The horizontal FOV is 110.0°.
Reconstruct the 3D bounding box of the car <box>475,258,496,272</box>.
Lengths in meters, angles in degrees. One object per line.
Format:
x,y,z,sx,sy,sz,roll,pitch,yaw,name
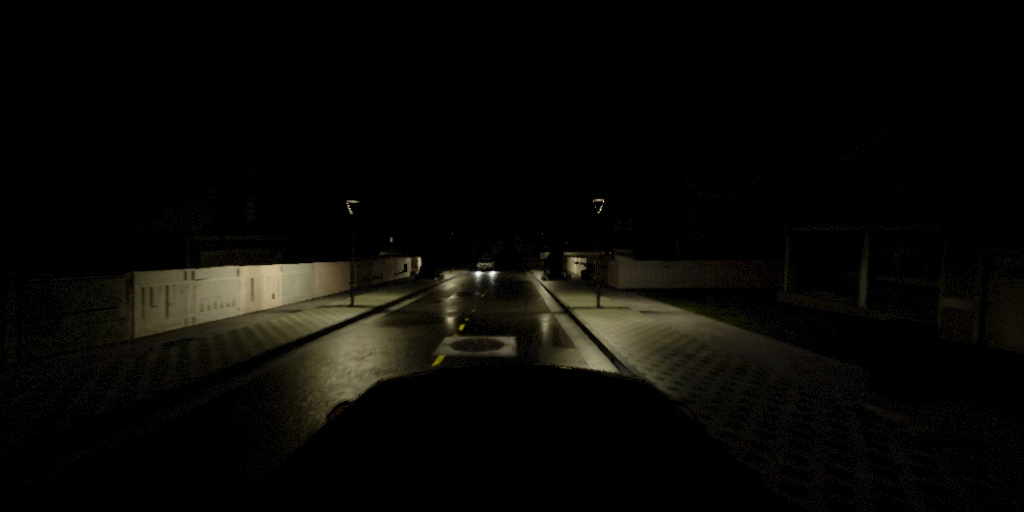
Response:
-2.831,0.926,39.375,1.812,1.442,4.674,0,1,0,car
